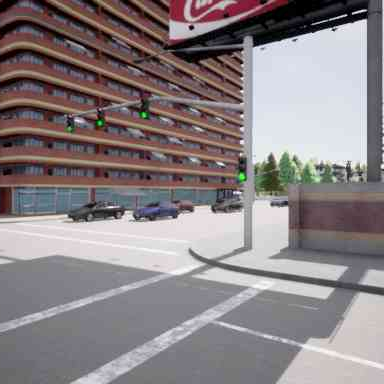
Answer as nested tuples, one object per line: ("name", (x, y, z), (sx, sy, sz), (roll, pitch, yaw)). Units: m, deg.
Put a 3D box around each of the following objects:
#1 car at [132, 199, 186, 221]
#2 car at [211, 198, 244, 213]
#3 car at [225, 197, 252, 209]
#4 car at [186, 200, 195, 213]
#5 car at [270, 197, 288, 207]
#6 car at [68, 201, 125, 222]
("car", (-2.805, 1.527, 27.332), (1.812, 1.442, 4.674), (0, 0, 35))
("car", (3.889, 1.506, 36.846), (1.837, 1.490, 4.892), (0, 0, 35))
("car", (6.568, 1.527, 46.681), (1.812, 1.442, 4.674), (0, 0, 35))
("car", (-1.470, 1.527, 35.309), (1.812, 1.442, 4.674), (0, 0, 35))
("car", (13.350, 1.527, 50.155), (1.812, 1.442, 4.674), (0, 0, 36))
("car", (-7.552, 1.506, 26.712), (1.837, 1.490, 4.892), (0, 0, 35))
